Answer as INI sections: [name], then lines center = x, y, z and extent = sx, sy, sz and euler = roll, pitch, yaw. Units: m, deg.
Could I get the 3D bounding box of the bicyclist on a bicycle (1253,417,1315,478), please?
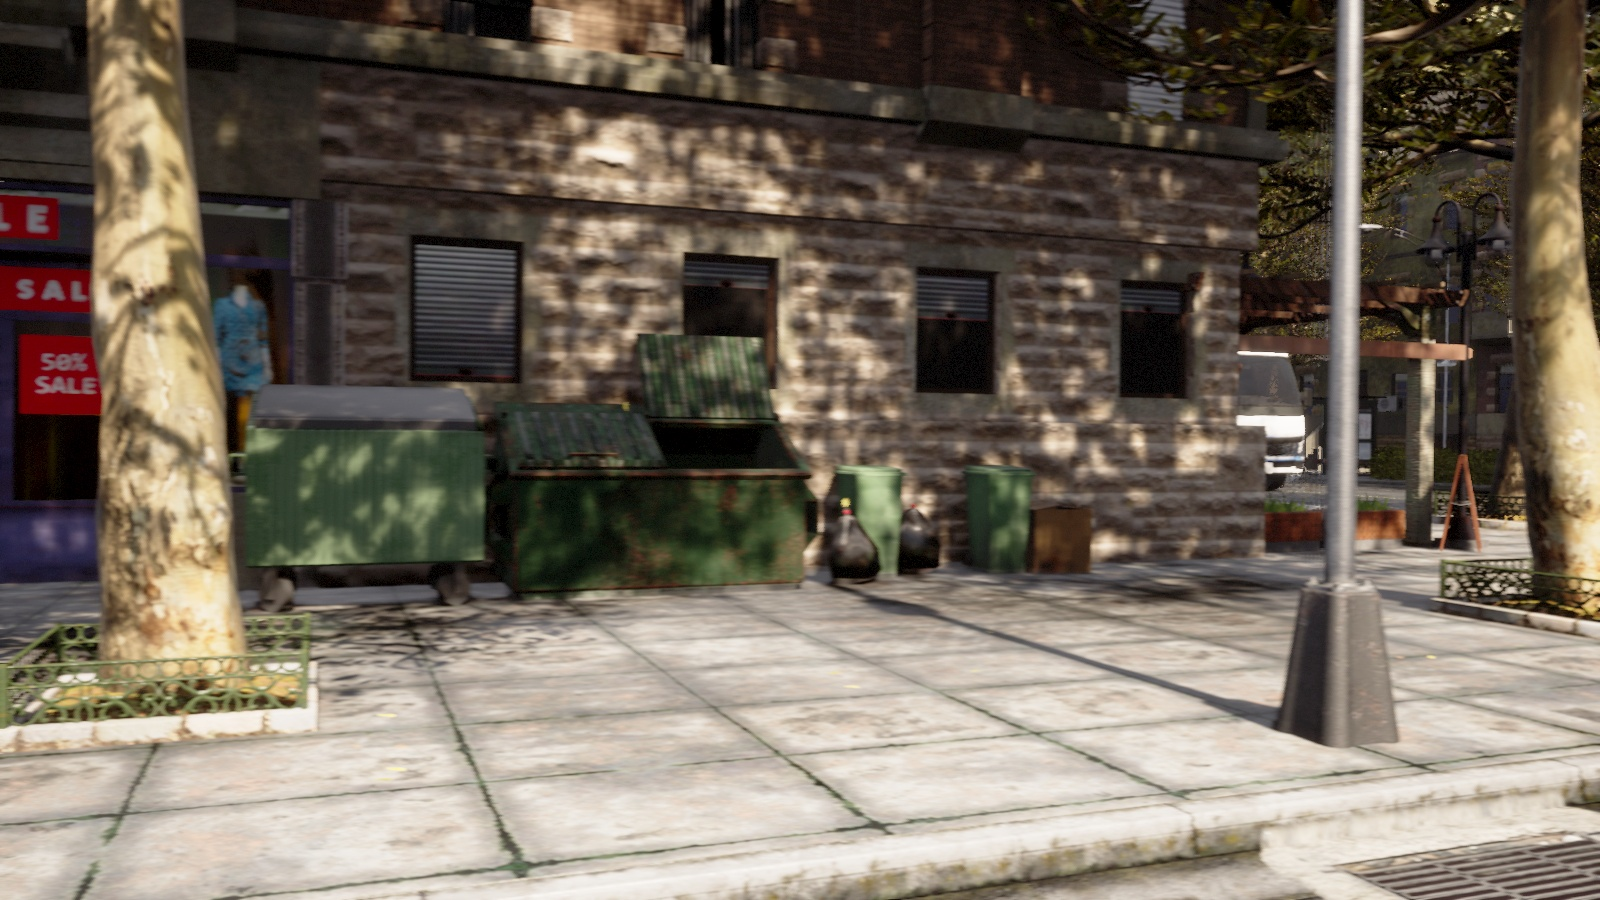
[bicyclist on a bicycle]
center = 14.501, -0.082, 37.692
extent = 0.659, 1.776, 1.843
euler = -1, 1, -21

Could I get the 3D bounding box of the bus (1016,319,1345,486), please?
[bus]
center = 10.838, -1.286, 37.512
extent = 3.944, 4.253, 10.273
euler = -1, 1, -21
